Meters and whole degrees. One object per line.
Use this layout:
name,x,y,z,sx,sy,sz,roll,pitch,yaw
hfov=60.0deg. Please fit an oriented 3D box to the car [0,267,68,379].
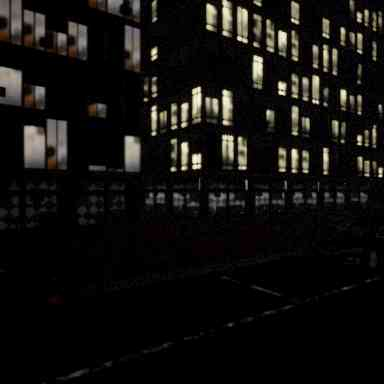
car,-3.693,1.587,3.921,4.206,1.307,1.802,0,1,-36

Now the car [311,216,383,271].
car,5.572,1.486,10.538,4.403,1.369,2.008,0,1,-36
